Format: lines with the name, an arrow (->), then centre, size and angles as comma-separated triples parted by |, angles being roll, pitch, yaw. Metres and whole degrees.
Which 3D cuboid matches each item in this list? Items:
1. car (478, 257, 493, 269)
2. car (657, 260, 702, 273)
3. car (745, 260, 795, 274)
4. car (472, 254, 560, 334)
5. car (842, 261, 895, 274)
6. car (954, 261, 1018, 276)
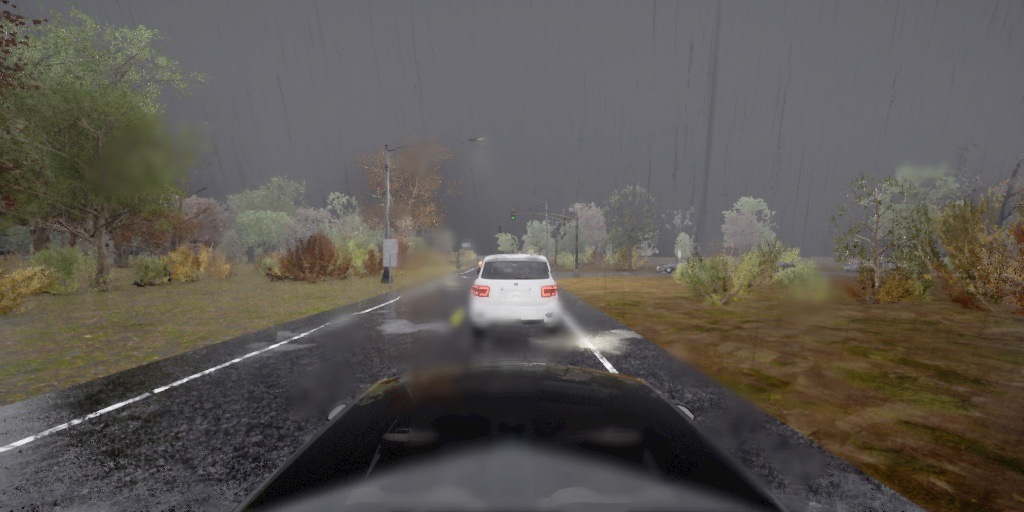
car -> -4.218, 1.094, 57.548 | 2.097, 1.767, 4.553 | 0, 0, -2
car -> 19.360, 1.248, 41.599 | 4.902, 1.511, 2.128 | 0, 0, 1
car -> 29.716, 1.241, 41.365 | 5.008, 1.535, 1.882 | 0, 0, 2
car -> 0.086, 0.970, 10.730 | 2.150, 2.045, 5.566 | 0, 0, 0
car -> 40.531, 1.262, 40.844 | 4.902, 1.511, 2.128 | 0, 0, 4
car -> 49.065, 1.273, 37.105 | 4.902, 1.511, 2.128 | 0, 0, 5
